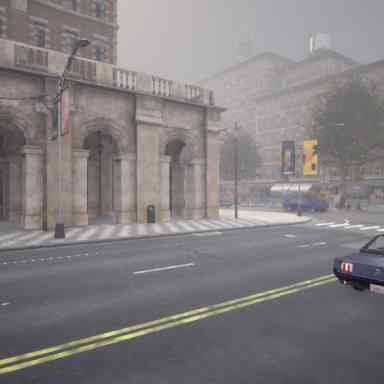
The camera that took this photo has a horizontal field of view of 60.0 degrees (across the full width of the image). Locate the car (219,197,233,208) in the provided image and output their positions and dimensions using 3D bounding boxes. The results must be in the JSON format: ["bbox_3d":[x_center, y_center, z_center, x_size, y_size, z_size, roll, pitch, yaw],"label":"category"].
[{"bbox_3d":[3.787,1.492,48.065,2.128,1.511,4.902,0,0,-36],"label":"car"}]

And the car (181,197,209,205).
[{"bbox_3d":[0.457,1.547,58.662,2.033,1.411,5.357,0,0,-36],"label":"car"}]

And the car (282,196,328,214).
[{"bbox_3d":[12.285,1.477,36.325,1.882,1.535,5.008,0,0,-36],"label":"car"}]

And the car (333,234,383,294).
[{"bbox_3d":[5.426,1.601,7.762,4.718,1.301,1.895,0,0,-36],"label":"car"}]

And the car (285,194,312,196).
[{"bbox_3d":[13.623,1.221,40.445,2.150,2.045,5.566,0,0,-36],"label":"car"}]
